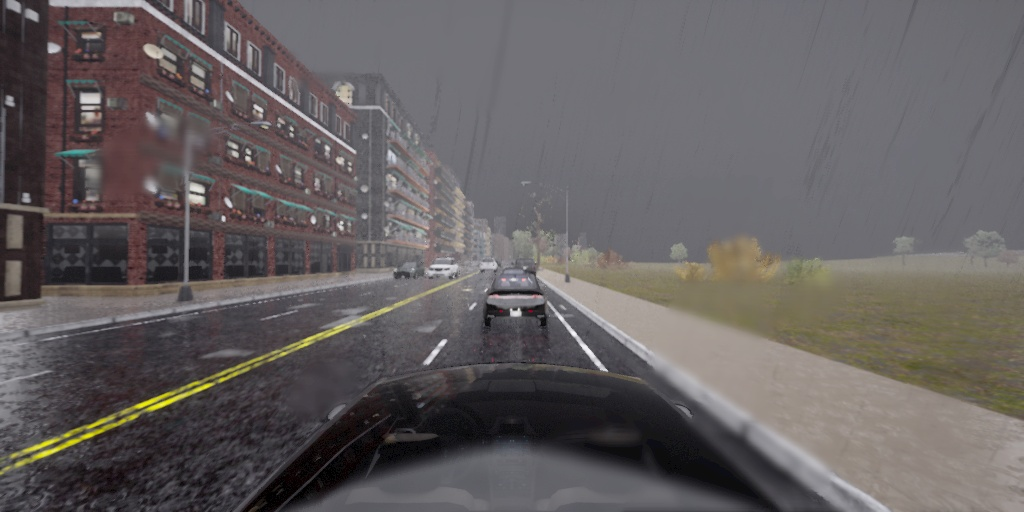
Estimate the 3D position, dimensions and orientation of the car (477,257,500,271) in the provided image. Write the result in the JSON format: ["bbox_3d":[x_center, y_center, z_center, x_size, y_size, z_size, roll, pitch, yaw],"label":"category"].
[{"bbox_3d":[-3.244,1.294,50.511,2.150,2.045,5.566,0,0,0],"label":"car"}]

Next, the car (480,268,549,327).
[{"bbox_3d":[0.102,1.310,11.791,2.128,1.511,4.902,0,0,0],"label":"car"}]

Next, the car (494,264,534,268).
[{"bbox_3d":[0.107,1.441,23.210,2.033,1.411,5.357,0,0,0],"label":"car"}]

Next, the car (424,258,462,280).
[{"bbox_3d":[-6.594,1.193,34.906,2.150,2.045,5.566,0,0,0],"label":"car"}]

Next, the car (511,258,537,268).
[{"bbox_3d":[1.142,1.189,33.736,2.150,2.045,5.566,0,0,0],"label":"car"}]

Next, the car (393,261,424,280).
[{"bbox_3d":[-9.842,1.322,34.631,2.097,1.767,4.553,0,0,0],"label":"car"}]
